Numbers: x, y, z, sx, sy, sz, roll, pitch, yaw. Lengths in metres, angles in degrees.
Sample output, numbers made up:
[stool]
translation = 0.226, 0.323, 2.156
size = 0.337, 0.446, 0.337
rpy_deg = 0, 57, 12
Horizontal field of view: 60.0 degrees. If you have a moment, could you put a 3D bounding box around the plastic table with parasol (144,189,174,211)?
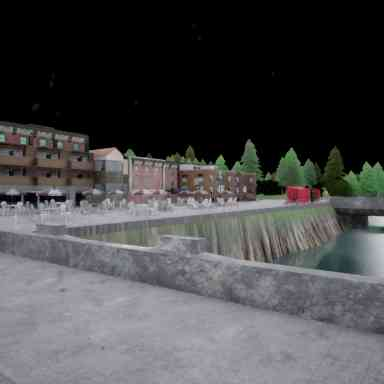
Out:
[plastic table with parasol]
translation = -3.931, 0.925, 39.847
size = 2.482, 2.480, 2.482
rpy_deg = 0, 0, 36
